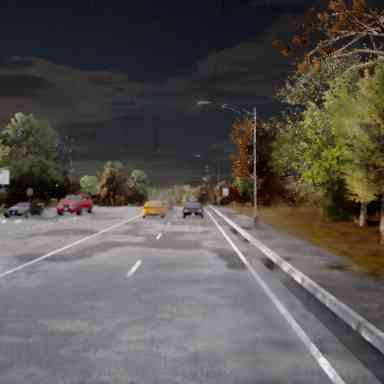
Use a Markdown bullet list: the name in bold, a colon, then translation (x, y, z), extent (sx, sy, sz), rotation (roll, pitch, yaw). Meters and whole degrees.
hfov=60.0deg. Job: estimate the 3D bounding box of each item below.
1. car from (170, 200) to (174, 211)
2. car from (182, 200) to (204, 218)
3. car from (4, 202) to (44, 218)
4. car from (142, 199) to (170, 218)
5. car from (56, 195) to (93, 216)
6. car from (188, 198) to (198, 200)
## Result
- **car**: translation (-3.366, 1.642, 42.937), extent (2.033, 1.411, 5.357), rotation (0, 0, 1)
- **car**: translation (0.126, 1.682, 31.191), extent (1.895, 1.301, 4.718), rotation (0, 0, 1)
- **car**: translation (-15.430, 1.639, 30.754), extent (1.994, 1.385, 4.181), rotation (0, 0, 0)
- **car**: translation (-3.375, 1.554, 30.867), extent (1.882, 1.535, 5.008), rotation (0, 0, 0)
- **car**: translation (-11.930, 1.293, 34.260), extent (2.150, 2.045, 5.566), rotation (0, 0, 0)
- **car**: translation (0.167, 1.594, 45.302), extent (2.128, 1.511, 4.902), rotation (0, 0, 1)
